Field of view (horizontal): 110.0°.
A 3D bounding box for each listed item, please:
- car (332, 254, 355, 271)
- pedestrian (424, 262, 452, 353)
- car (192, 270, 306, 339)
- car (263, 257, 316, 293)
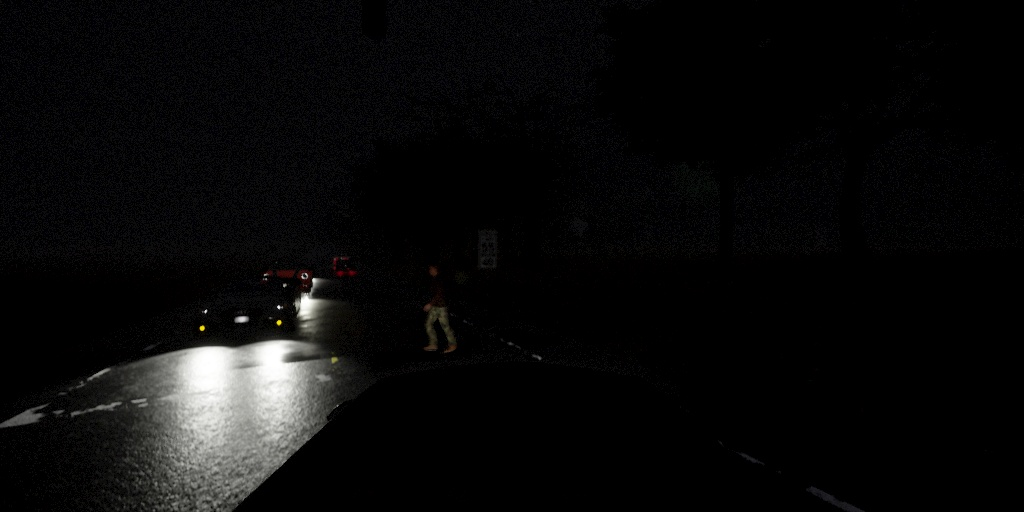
[{"bbox_3d":[-18.702,0.800,40.181,2.128,1.511,4.902,0,1,-26],"label":"car"},{"bbox_3d":[-1.498,1.015,7.170,0.375,1.860,0.375,-1,2,-27],"label":"pedestrian"},{"bbox_3d":[-7.092,1.259,9.984,1.994,1.385,4.181,0,0,-27],"label":"car"},{"bbox_3d":[-11.660,0.958,18.766,2.097,1.767,4.553,0,1,-27],"label":"car"}]
